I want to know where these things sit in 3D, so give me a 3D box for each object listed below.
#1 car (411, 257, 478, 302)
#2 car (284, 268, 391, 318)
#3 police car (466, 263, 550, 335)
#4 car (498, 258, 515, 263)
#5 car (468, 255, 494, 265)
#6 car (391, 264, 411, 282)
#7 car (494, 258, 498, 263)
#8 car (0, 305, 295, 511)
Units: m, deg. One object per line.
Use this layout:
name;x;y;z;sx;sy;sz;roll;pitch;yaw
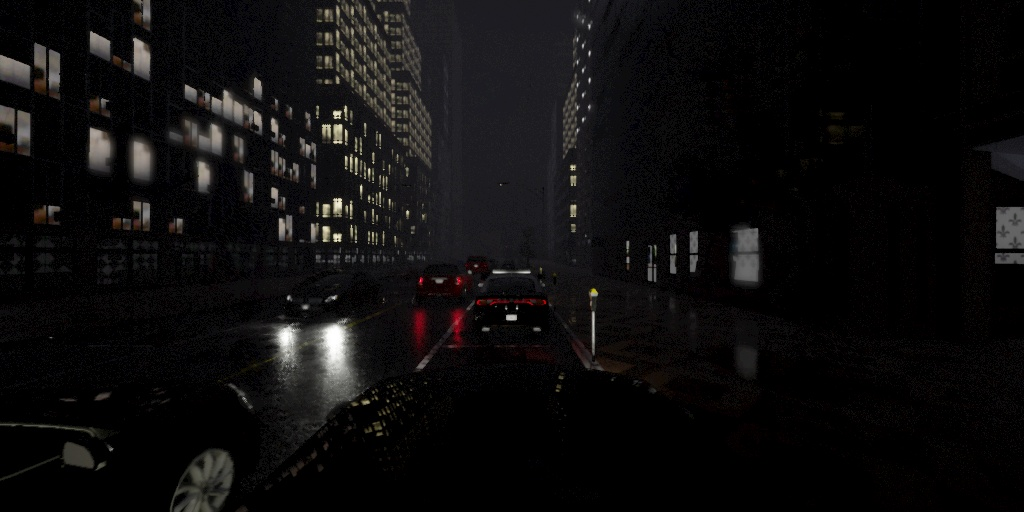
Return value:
car;-3.045;1.100;17.148;2.097;1.767;4.553;0;0;0
car;-6.245;1.274;13.165;1.812;1.442;4.674;0;0;0
police car;-0.012;1.174;10.609;1.930;1.638;5.238;0;0;0
car;-0.455;1.298;46.099;1.948;1.339;4.313;0;0;0
car;-3.144;0.961;33.999;2.150;2.045;5.566;0;0;0
car;-8.835;1.325;29.033;1.802;1.307;4.207;0;0;0
car;-3.045;1.080;51.481;2.097;1.767;4.553;0;0;0
car;-3.046;1.255;1.033;1.837;1.490;4.892;0;0;0
